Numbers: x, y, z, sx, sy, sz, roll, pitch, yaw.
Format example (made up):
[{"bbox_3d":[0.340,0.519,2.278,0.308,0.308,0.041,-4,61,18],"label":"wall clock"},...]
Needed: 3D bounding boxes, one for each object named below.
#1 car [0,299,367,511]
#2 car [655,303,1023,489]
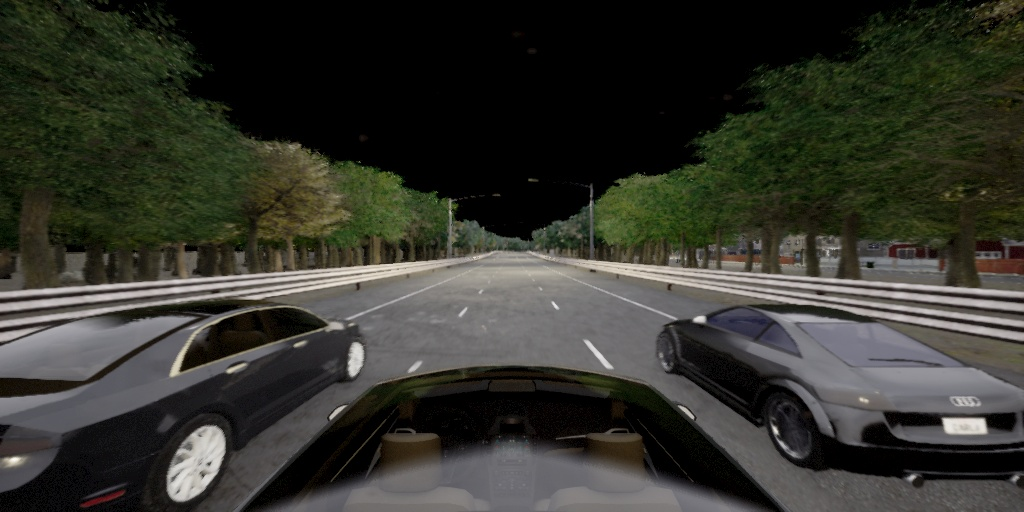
[{"bbox_3d":[-3.397,1.259,4.247,1.837,1.490,4.892,0,0,0],"label":"car"},{"bbox_3d":[3.599,1.319,4.856,1.994,1.385,4.181,0,0,0],"label":"car"}]
